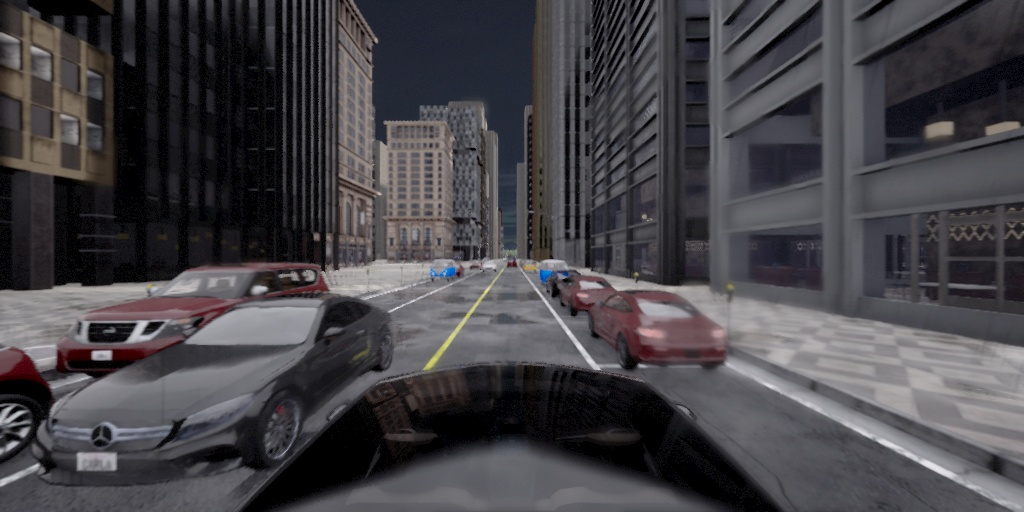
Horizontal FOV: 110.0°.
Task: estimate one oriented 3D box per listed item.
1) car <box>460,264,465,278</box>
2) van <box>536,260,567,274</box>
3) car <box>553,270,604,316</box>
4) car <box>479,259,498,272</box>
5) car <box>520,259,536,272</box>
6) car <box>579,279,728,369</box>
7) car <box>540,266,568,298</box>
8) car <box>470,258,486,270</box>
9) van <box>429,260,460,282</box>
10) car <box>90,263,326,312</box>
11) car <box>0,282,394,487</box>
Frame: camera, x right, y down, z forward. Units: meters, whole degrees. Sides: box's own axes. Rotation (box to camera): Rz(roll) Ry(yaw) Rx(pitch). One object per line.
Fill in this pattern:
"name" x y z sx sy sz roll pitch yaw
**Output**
"car" -5.755 1.412 35.756 1.888 1.381 4.507 0 0 0
"van" 2.768 1.169 24.476 1.690 1.789 3.998 0 0 0
"car" 2.765 1.372 13.194 1.802 1.307 4.207 0 0 0
"car" -3.058 1.435 48.453 1.812 1.442 4.674 0 0 0
"car" 2.361 1.367 48.967 1.801 1.575 5.366 0 0 0
"car" 2.764 1.352 7.554 1.802 1.307 4.207 0 0 0
"car" 2.766 1.375 18.835 1.948 1.339 4.313 0 0 0
"car" -5.750 1.380 58.319 1.967 1.591 4.097 0 0 0
"van" -5.756 1.189 30.115 1.690 1.789 3.998 0 0 0
"car" -5.761 1.086 7.552 2.192 1.841 5.009 0 0 0
"car" -3.098 1.287 5.005 1.812 1.442 4.674 0 0 0
